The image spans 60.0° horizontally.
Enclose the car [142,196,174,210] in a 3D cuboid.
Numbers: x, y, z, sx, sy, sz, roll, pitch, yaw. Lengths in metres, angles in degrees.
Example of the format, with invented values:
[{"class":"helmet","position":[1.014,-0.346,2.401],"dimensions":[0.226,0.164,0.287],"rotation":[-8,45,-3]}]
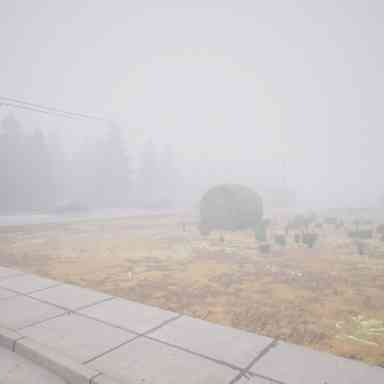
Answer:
[{"class":"car","position":[-4.517,1.378,44.497],"dimensions":[2.097,1.767,4.553],"rotation":[0,0,37]}]

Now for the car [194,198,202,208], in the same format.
[{"class":"car","position":[2.045,1.553,47.185],"dimensions":[1.812,1.442,4.674],"rotation":[0,0,36]}]

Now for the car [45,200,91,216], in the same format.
[{"class":"car","position":[-12.476,1.552,33.721],"dimensions":[1.812,1.442,4.674],"rotation":[0,0,36]}]
